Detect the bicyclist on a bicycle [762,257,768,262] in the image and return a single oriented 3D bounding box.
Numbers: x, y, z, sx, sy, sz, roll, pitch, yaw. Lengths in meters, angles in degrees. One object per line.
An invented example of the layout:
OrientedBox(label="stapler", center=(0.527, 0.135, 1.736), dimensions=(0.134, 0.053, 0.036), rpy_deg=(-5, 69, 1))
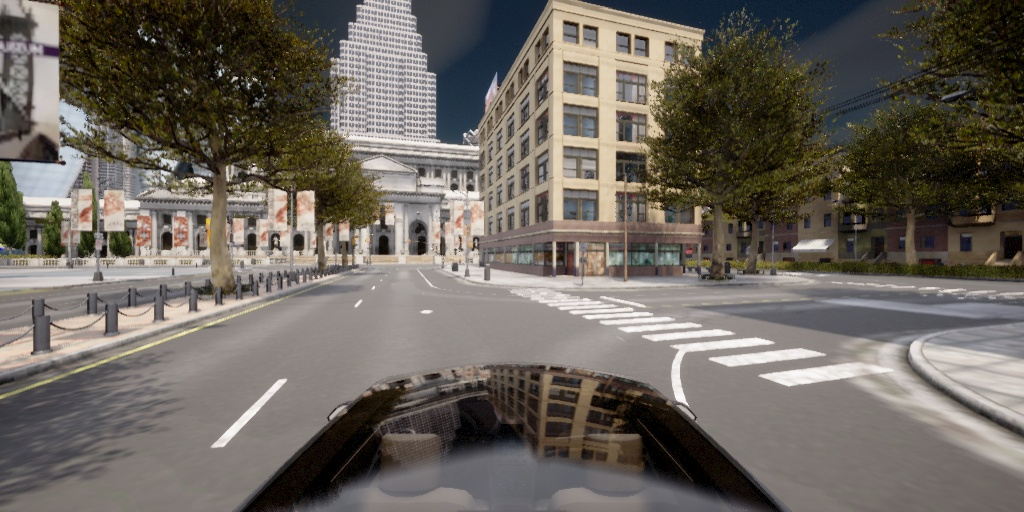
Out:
OrientedBox(label="bicyclist on a bicycle", center=(36.143, 1.029, 51.207), dimensions=(1.656, 1.620, 0.582), rpy_deg=(0, 0, -17))
